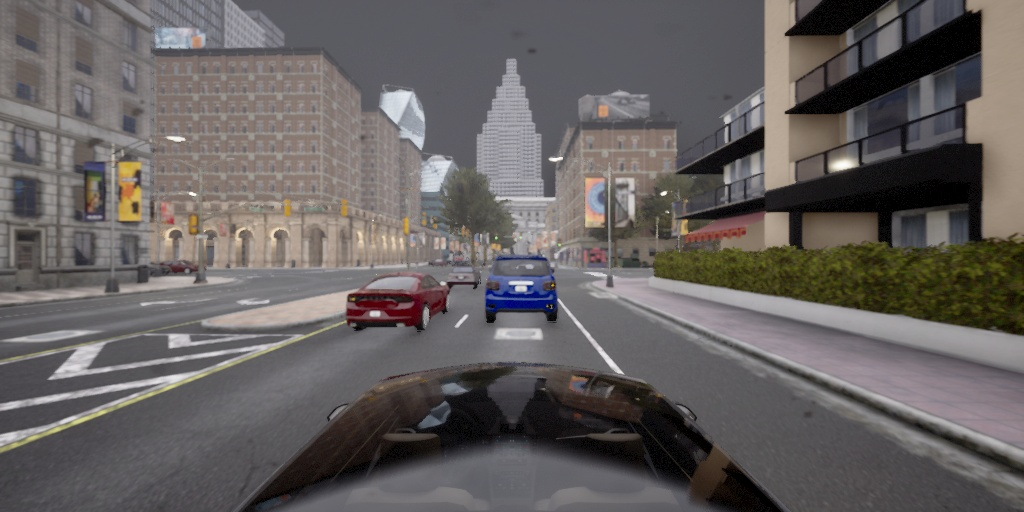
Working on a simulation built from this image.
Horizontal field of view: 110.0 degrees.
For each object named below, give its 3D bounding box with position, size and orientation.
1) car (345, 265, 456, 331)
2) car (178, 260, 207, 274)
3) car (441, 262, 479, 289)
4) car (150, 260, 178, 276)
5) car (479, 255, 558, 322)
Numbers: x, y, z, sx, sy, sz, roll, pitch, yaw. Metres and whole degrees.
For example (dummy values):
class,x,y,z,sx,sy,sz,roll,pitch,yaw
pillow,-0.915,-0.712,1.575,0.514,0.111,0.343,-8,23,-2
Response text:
class,x,y,z,sx,sy,sz,roll,pitch,yaw
car,-3.199,1.223,11.028,1.882,1.535,5.008,0,0,2
car,-36.239,1.187,39.238,5.008,1.535,1.882,0,0,1
car,-3.035,1.292,23.234,2.033,1.411,5.357,0,0,-2
car,-36.794,1.214,35.746,4.892,1.490,1.837,0,0,1
car,0.330,0.972,12.423,2.150,2.045,5.566,0,0,2
